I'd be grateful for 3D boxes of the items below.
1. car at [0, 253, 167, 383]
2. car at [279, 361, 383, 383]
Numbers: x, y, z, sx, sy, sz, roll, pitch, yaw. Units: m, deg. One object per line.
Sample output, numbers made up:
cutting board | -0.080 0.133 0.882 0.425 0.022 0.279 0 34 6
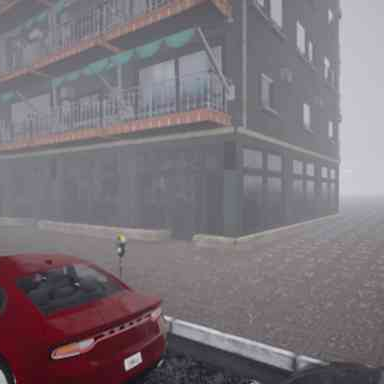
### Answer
car | -2.396 1.529 4.589 4.507 1.381 1.887 0 0 36
car | 2.191 1.570 1.313 4.313 1.339 1.947 0 0 36
